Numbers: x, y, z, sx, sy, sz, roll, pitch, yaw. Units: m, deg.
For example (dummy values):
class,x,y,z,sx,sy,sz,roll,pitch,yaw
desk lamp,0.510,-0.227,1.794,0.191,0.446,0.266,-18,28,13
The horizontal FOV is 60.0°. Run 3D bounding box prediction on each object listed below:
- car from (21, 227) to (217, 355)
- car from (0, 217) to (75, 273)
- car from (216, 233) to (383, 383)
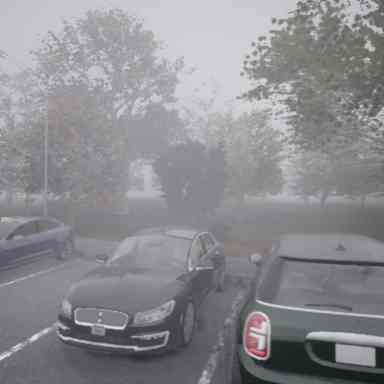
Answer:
class,x,y,z,sx,sy,sz,roll,pitch,yaw
car,-0.536,1.486,6.479,2.231,1.521,4.892,1,-1,15
car,-5.427,1.515,9.841,2.163,1.488,4.792,1,-1,15
car,1.871,1.360,4.731,2.185,1.767,4.553,0,-1,15
